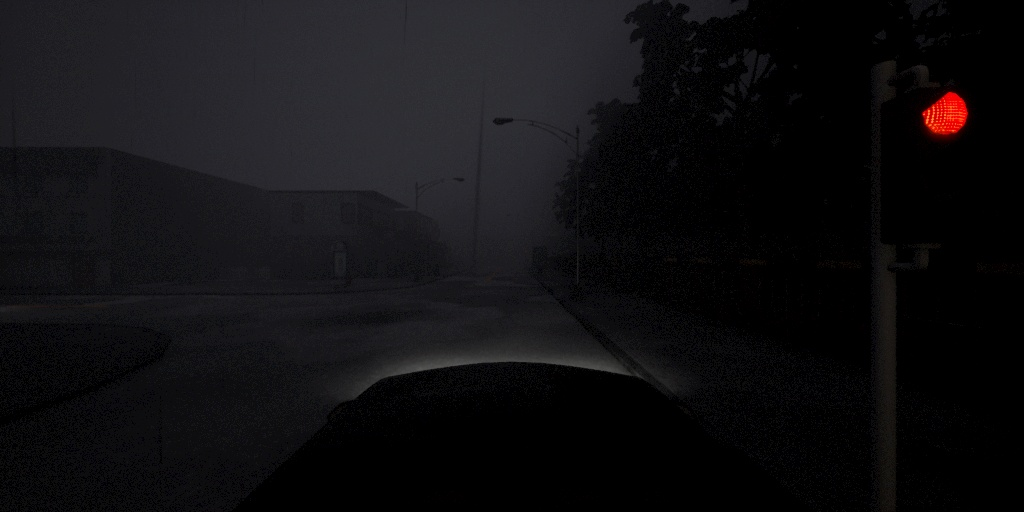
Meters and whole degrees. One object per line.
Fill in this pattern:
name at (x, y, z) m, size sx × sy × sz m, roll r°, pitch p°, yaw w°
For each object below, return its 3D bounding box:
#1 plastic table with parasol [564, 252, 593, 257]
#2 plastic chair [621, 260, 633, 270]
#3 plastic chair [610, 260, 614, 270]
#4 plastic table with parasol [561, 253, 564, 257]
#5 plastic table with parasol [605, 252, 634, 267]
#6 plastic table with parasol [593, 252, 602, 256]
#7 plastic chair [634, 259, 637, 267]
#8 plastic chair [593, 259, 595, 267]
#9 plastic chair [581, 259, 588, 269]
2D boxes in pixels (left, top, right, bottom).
plastic table with parasol at (9.987, 0.662, 53.958) m, size 2.482 × 2.480 × 2.482 m, roll 0°, pitch 0°, yaw -40°
plastic chair at (16.038, 1.275, 50.219) m, size 0.750 × 1.272 × 0.730 m, roll 0°, pitch 0°, yaw -40°
plastic chair at (14.332, 1.285, 50.316) m, size 0.730 × 1.272 × 0.750 m, roll 0°, pitch 0°, yaw -35°
plastic table with parasol at (10.700, 0.678, 62.399) m, size 2.482 × 2.480 × 2.482 m, roll 0°, pitch 0°, yaw -40°
plastic table with parasol at (15.306, 0.673, 51.217) m, size 2.482 × 2.480 × 2.482 m, roll 0°, pitch 0°, yaw -40°
plastic table with parasol at (14.686, 0.648, 59.431) m, size 2.482 × 2.480 × 2.482 m, roll 0°, pitch 0°, yaw -42°
plastic chair at (18.661, 1.138, 54.665) m, size 0.750 × 1.272 × 0.730 m, roll 0°, pitch 0°, yaw -39°
plastic chair at (13.734, 1.280, 58.544) m, size 0.730 × 1.272 × 0.750 m, roll 0°, pitch 0°, yaw -35°
plastic chair at (10.719, 1.288, 52.961) m, size 0.750 × 1.272 × 0.730 m, roll 0°, pitch 0°, yaw -40°
